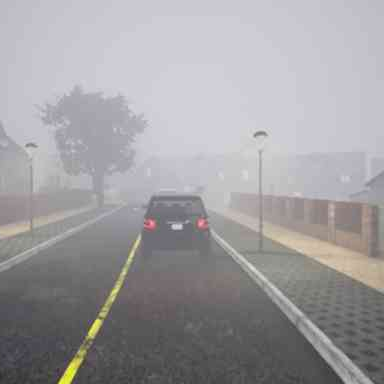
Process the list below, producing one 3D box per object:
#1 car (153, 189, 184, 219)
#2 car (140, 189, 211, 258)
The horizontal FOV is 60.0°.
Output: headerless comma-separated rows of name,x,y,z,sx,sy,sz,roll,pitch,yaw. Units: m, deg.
car,-1.858,0.778,26.009,2.150,2.045,5.566,0,1,-5
car,-0.644,1.028,12.021,2.150,2.045,5.566,0,1,-5
